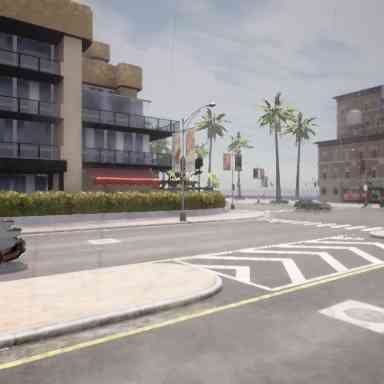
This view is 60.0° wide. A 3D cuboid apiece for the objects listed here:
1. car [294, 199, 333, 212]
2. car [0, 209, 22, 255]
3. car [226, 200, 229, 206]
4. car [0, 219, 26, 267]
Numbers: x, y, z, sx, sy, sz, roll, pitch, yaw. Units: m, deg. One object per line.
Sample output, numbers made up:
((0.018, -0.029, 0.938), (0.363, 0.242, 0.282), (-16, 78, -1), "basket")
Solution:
((14.168, 1.519, 39.085), (1.812, 1.442, 4.674), (0, 0, -30), "car")
((-8.913, 1.492, 11.763), (4.902, 1.511, 2.128), (0, 0, -35), "car")
((4.009, 1.498, 54.087), (1.837, 1.490, 4.892), (0, 0, -35), "car")
((-7.101, 1.492, 8.759), (4.902, 1.511, 2.128), (0, 0, -36), "car")
